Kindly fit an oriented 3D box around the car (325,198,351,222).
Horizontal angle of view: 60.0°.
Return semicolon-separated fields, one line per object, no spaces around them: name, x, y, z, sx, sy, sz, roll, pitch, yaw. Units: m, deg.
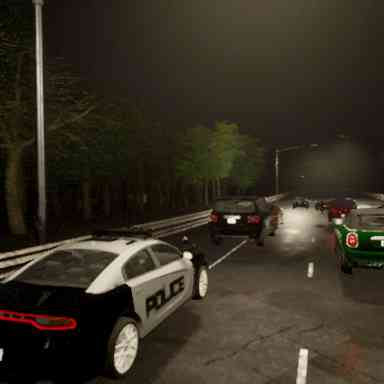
car;10.916;1.375;24.275;1.812;1.442;4.674;-1;0;21

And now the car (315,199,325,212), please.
car;14.227;1.394;34.992;1.895;1.301;4.718;-3;0;12

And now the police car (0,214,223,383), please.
police car;-1.140;1.433;5.831;1.930;1.638;5.238;-1;0;20

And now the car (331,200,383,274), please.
car;5.555;1.278;10.131;2.097;1.767;4.553;-1;0;21

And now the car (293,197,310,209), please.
car;13.412;1.348;40.836;2.033;1.411;5.357;-1;0;21

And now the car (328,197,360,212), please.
car;16.387;1.347;36.094;1.994;1.385;4.181;1;1;6

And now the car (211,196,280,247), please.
car;2.450;1.179;15.069;2.150;2.045;5.566;-1;0;21

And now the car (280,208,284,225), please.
car;4.569;1.403;20.653;1.882;1.535;5.008;-1;0;21
